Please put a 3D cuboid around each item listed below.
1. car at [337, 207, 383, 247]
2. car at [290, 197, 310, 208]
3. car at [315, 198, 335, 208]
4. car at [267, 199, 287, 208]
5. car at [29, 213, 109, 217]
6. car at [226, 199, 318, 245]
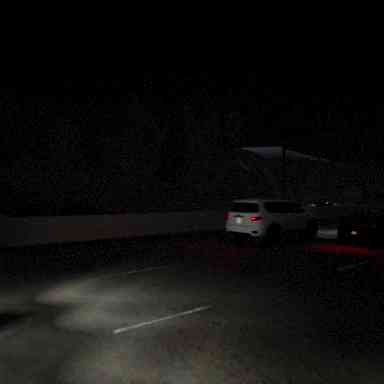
[{"bbox_3d":[8.963,1.654,16.291,5.008,1.535,1.882,1,0,-42],"label":"car"},{"bbox_3d":[19.129,1.871,58.730,2.097,1.767,4.553,0,-1,37],"label":"car"},{"bbox_3d":[23.600,1.915,58.943,2.097,1.767,4.553,0,-1,36],"label":"car"},{"bbox_3d":[15.252,2.047,59.384,1.994,1.385,4.181,0,0,38],"label":"car"},{"bbox_3d":[-8.542,1.606,23.930,5.357,1.411,2.033,1,0,-31],"label":"car"},{"bbox_3d":[4.114,1.356,16.630,5.566,2.045,2.150,1,0,-41],"label":"car"}]
